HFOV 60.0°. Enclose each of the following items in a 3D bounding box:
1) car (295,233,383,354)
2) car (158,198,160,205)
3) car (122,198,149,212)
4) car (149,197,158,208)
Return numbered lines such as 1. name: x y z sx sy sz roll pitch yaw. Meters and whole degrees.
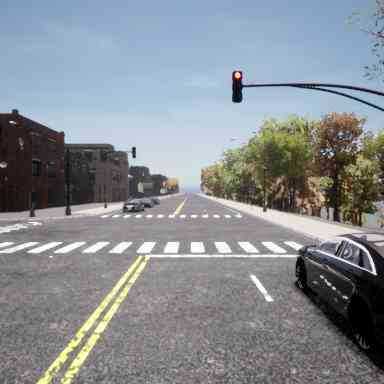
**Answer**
1. car: 3.334 1.490 6.058 2.128 1.511 4.902 0 0 2
2. car: -6.735 1.557 58.703 1.994 1.385 4.181 0 0 0
3. car: -6.654 1.485 38.260 2.128 1.511 4.902 0 0 2
4. car: -6.708 1.541 48.604 2.033 1.411 5.357 0 0 0
